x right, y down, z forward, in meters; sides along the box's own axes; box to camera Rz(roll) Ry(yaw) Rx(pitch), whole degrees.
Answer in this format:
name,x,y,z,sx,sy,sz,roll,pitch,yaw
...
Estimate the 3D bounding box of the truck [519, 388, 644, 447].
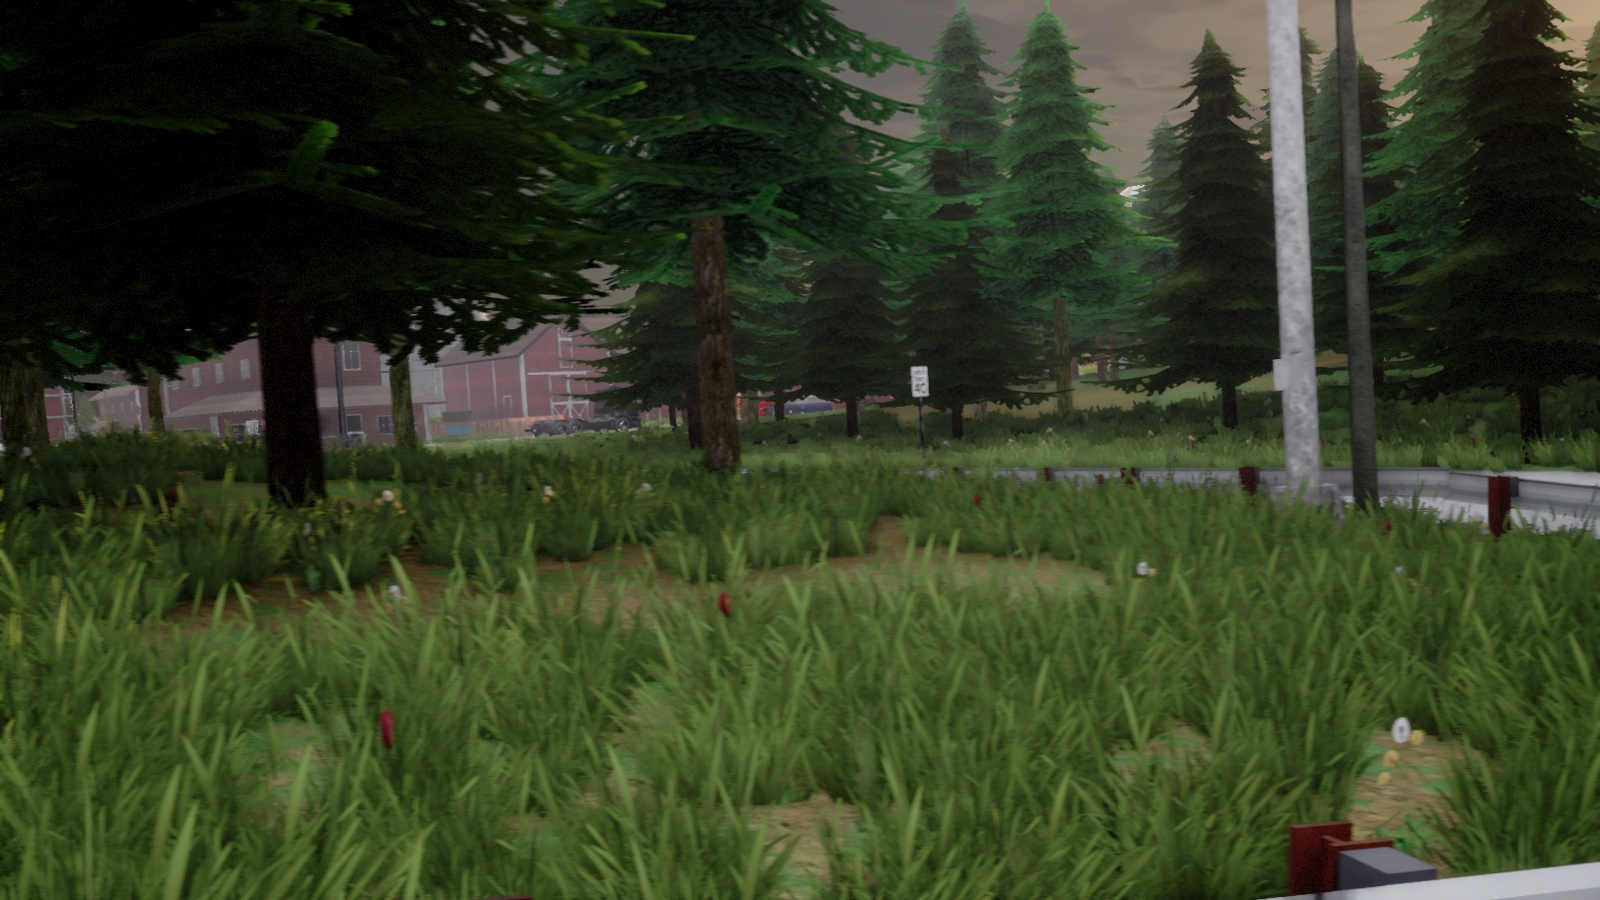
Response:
name,x,y,z,sx,sy,sz,roll,pitch,yaw
truck,-15.120,-2.309,87.405,7.936,3.462,2.891,-7,3,-42
